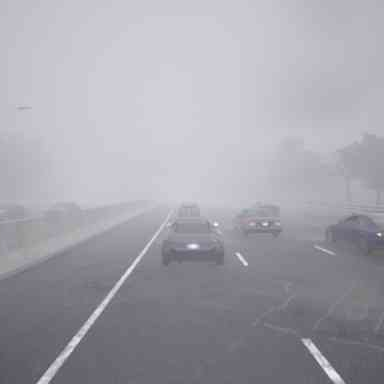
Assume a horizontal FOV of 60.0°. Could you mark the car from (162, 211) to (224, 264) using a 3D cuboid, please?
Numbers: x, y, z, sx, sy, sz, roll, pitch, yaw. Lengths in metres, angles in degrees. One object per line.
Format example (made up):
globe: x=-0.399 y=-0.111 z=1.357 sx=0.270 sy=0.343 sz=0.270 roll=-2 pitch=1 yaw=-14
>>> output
car: x=0.015 y=1.585 z=11.887 sx=1.994 sy=1.385 sz=4.181 roll=0 pitch=0 yaw=-1

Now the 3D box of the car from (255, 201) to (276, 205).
car: x=6.656 y=1.539 z=30.902 sx=1.882 sy=1.535 sz=5.008 roll=0 pitch=0 yaw=-2

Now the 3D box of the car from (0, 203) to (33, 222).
car: x=-14.410 y=1.603 z=25.905 sx=2.033 sy=1.411 sz=5.357 roll=0 pitch=0 yaw=-1

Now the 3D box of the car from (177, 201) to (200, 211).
car: x=-0.293 y=1.549 z=28.860 sx=2.128 sy=1.511 sz=4.902 roll=0 pitch=0 yaw=-1

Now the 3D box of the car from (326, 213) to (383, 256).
car: x=7.003 y=1.546 z=13.180 sx=1.812 sy=1.442 sz=4.674 roll=0 pitch=0 yaw=-1

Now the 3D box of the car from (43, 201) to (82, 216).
car: x=-10.961 y=1.539 z=28.506 sx=1.882 sy=1.535 sz=5.008 roll=0 pitch=0 yaw=-1

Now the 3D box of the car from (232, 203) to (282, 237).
car: x=3.432 y=1.578 z=18.309 sx=2.033 sy=1.411 sz=5.357 roll=0 pitch=0 yaw=-1
